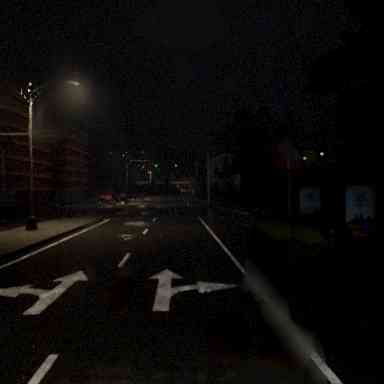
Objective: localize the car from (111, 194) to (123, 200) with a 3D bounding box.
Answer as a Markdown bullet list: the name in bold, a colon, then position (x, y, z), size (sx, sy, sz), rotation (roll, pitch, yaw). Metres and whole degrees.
- **car**: position (-18.917, 1.166, 84.449), size (2.033, 1.411, 5.357), rotation (-1, 0, -3)

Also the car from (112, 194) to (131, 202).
- **car**: position (-14.679, 1.212, 68.843), size (2.128, 1.511, 4.902), rotation (-1, 0, -3)

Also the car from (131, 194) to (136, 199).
- **car**: position (-15.419, 1.179, 84.578), size (1.895, 1.301, 4.718), rotation (-1, 0, -3)

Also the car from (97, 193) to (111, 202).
- **car**: position (-18.178, 1.084, 68.716), size (2.097, 1.767, 4.553), rotation (-1, 0, -3)
